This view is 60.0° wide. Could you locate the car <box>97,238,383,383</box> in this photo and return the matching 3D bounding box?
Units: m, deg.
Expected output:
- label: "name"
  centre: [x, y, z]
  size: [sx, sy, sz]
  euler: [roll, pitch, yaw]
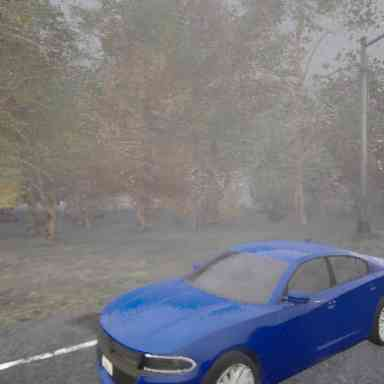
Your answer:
- label: "car"
  centre: [1.176, 1.499, 4.833]
  size: [5.008, 1.535, 1.882]
  euler: [0, 0, -35]
